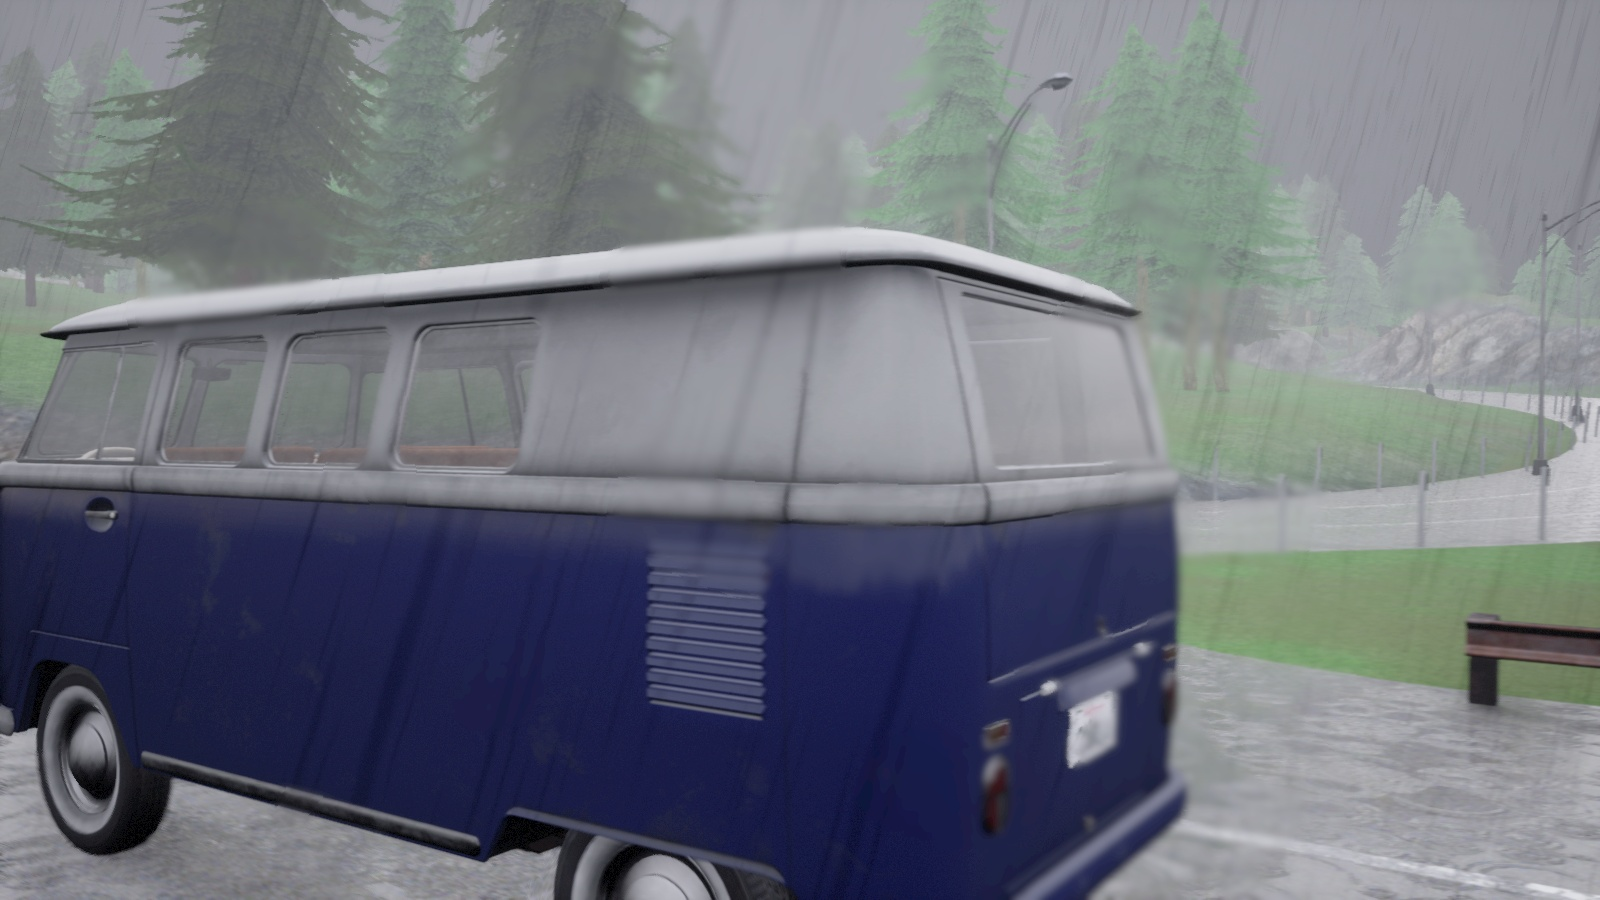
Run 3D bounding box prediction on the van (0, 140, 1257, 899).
[{"bbox_3d":[-0.977,0.430,4.268,4.442,1.987,1.775,-1,1,34],"label":"van"}]
